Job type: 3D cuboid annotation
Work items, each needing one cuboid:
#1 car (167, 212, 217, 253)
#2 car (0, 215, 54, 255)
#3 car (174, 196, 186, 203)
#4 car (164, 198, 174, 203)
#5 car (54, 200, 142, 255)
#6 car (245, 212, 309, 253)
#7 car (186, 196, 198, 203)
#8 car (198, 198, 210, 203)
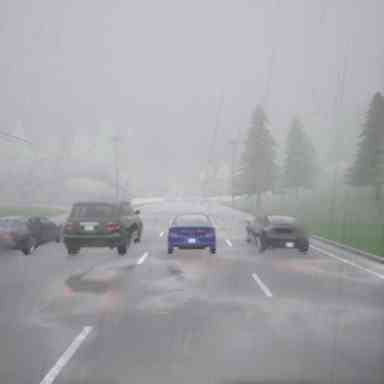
[{"bbox_3d":[0.000,1.615,14.475,1.882,1.535,5.008,0,0,0],"label":"car"},{"bbox_3d":[-7.004,1.680,13.989,2.033,1.411,5.357,0,-1,0],"label":"car"},{"bbox_3d":[-3.533,2.404,95.312,1.895,1.301,4.718,0,-1,0],"label":"car"},{"bbox_3d":[-7.033,2.315,94.956,1.812,1.442,4.674,0,-1,0],"label":"car"},{"bbox_3d":[-3.504,1.350,14.025,2.150,2.045,5.566,0,0,0],"label":"car"},{"bbox_3d":[3.499,1.643,14.304,1.837,1.490,4.892,0,0,0],"label":"car"},{"bbox_3d":[-0.033,2.372,94.712,1.895,1.301,4.718,0,-1,0],"label":"car"},{"bbox_3d":[3.467,2.351,94.325,1.895,1.301,4.718,0,-1,0],"label":"car"}]
